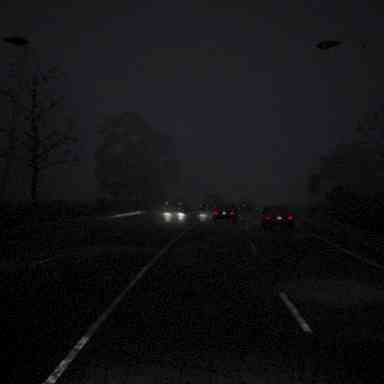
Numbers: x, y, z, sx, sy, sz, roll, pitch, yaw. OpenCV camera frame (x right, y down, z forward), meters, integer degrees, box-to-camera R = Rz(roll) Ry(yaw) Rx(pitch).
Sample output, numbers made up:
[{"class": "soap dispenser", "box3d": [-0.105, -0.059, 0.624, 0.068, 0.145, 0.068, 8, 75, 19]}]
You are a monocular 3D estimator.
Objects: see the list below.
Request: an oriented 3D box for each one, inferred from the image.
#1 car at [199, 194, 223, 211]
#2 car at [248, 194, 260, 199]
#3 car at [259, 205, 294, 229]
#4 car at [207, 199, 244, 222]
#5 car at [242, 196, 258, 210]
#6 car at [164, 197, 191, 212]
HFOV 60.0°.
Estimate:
[{"class": "car", "box3d": [2.561, 1.238, 41.071, 2.150, 2.045, 5.566, 0, 0, 17]}, {"class": "car", "box3d": [14.197, 1.145, 76.625, 1.882, 1.535, 5.008, 0, 0, 30]}, {"class": "car", "box3d": [5.527, 1.570, 21.946, 2.033, 1.411, 5.357, 0, 0, 9]}, {"class": "car", "box3d": [2.764, 1.563, 26.272, 2.033, 1.411, 5.357, 0, 0, 11]}, {"class": "car", "box3d": [6.892, 1.596, 42.484, 1.994, 1.385, 4.181, 0, 0, 17]}, {"class": "car", "box3d": [-1.620, 1.352, 39.001, 2.097, 1.767, 4.553, 0, 0, 15]}]
